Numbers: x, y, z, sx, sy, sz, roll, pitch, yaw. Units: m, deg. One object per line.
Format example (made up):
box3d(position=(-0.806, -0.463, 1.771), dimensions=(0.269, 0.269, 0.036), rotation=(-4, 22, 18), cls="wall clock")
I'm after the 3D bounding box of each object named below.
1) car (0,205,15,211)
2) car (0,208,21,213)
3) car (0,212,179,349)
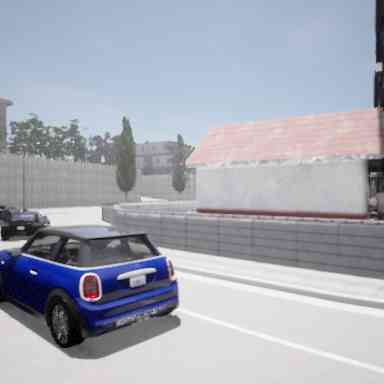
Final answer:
box3d(position=(-16.249, 1.895, 28.908), dimensions=(1.837, 1.490, 4.892), rotation=(-1, -1, -15), cls="car")
box3d(position=(-9.221, 1.812, 18.717), dimensions=(1.994, 1.385, 4.181), rotation=(0, -1, -17), cls="car")
box3d(position=(-2.400, 1.441, 6.740), dimensions=(4.553, 1.767, 2.097), rotation=(0, -1, 43), cls="car")
